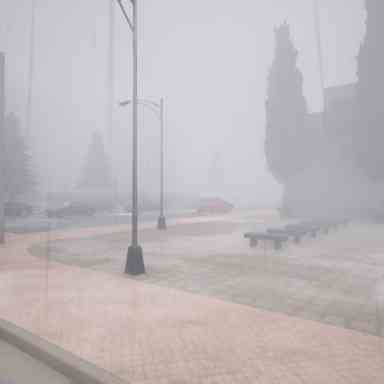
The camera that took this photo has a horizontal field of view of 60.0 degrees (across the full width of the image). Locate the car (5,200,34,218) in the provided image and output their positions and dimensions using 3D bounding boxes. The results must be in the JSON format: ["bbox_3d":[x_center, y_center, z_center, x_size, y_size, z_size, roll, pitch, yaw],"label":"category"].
[{"bbox_3d":[-16.207,1.505,28.462,1.837,1.490,4.892,0,0,39],"label":"car"}]

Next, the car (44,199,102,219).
[{"bbox_3d":[-10.742,1.526,29.708,1.812,1.442,4.674,0,0,37],"label":"car"}]

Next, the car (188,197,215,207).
[{"bbox_3d":[1.493,1.564,51.303,1.994,1.385,4.181,0,0,38],"label":"car"}]

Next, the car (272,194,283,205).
[{"bbox_3d":[16.398,1.564,58.909,1.994,1.385,4.181,0,0,38],"label":"car"}]

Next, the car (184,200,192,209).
[{"bbox_3d":[0.902,1.505,44.834,1.837,1.490,4.892,0,0,38],"label":"car"}]

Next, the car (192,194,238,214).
[{"bbox_3d":[2.501,1.352,35.132,2.097,1.767,4.553,0,0,38],"label":"car"}]

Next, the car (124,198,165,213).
[{"bbox_3d":[-5.438,1.564,36.612,1.994,1.385,4.181,0,0,38],"label":"car"}]

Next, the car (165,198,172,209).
[{"bbox_3d":[-4.659,1.505,43.363,1.837,1.490,4.892,0,0,38],"label":"car"}]

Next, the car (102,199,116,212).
[{"bbox_3d":[-10.424,1.491,35.890,2.128,1.511,4.902,0,0,38],"label":"car"}]
